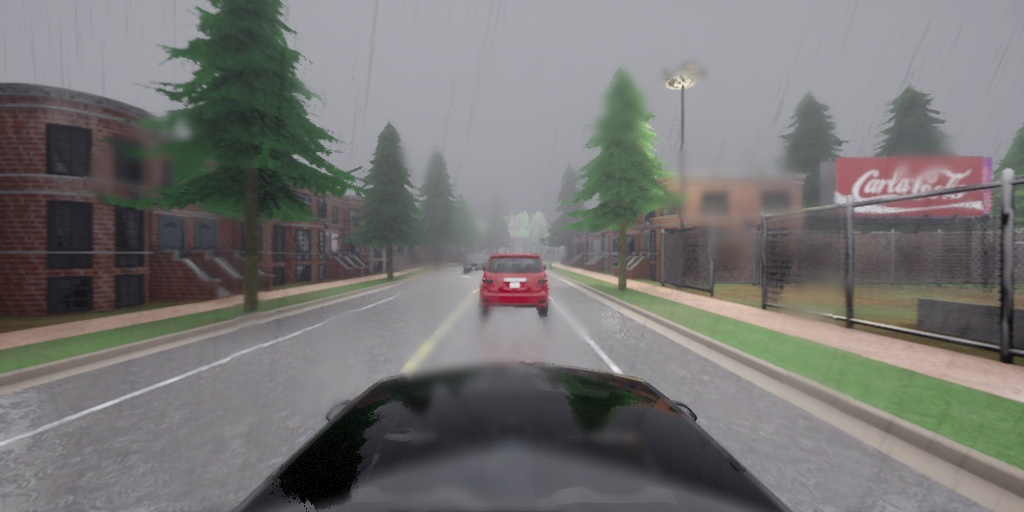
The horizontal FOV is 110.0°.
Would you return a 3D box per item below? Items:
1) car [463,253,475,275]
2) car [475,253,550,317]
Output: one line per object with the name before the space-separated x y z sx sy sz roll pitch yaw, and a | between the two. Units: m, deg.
car | -3.600 0.763 36.476 2.150 2.045 5.566 0 1 0
car | 0.092 0.906 12.958 2.150 2.045 5.566 0 0 0
